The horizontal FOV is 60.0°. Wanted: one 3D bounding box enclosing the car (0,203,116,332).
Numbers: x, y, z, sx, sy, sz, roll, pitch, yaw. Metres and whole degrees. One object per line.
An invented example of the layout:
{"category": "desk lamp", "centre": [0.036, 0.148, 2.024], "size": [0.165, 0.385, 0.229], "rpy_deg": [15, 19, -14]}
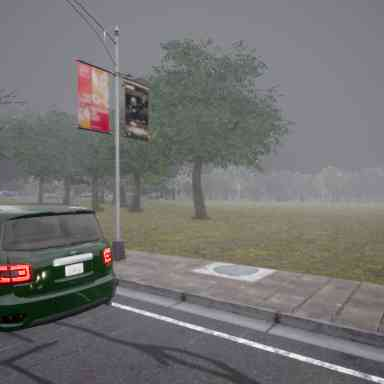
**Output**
{"category": "car", "centre": [-3.889, 1.235, 6.415], "size": [5.566, 2.045, 2.150], "rpy_deg": [0, 0, 36]}
